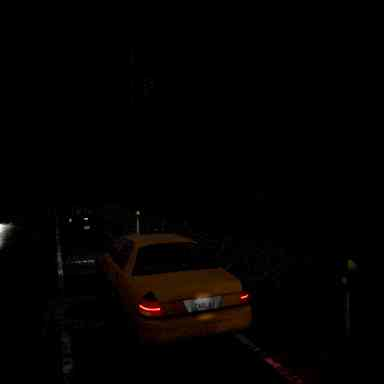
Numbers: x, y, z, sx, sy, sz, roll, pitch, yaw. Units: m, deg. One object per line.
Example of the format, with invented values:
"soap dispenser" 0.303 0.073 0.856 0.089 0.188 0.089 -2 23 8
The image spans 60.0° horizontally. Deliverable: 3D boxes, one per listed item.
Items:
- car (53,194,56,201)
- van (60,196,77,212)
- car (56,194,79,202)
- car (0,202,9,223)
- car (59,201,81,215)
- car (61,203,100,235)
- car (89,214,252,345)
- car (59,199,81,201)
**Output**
"car" -31.636 1.468 79.545 1.967 1.590 4.097 0 0 -24
"van" -14.565 1.342 39.110 1.690 1.788 3.998 0 0 -23
"car" -12.449 1.316 34.007 2.192 1.841 5.009 0 0 -23
"car" -15.420 1.478 25.630 1.882 1.535 5.008 0 0 -22
"car" -8.219 1.551 23.802 2.008 1.369 4.403 0 0 -23
"car" -6.104 1.551 18.699 2.008 1.369 4.403 0 0 -23
"car" -0.838 1.457 6.757 1.801 1.575 5.366 0 0 -23
"car" -10.334 1.566 28.904 1.947 1.339 4.313 0 0 -23
